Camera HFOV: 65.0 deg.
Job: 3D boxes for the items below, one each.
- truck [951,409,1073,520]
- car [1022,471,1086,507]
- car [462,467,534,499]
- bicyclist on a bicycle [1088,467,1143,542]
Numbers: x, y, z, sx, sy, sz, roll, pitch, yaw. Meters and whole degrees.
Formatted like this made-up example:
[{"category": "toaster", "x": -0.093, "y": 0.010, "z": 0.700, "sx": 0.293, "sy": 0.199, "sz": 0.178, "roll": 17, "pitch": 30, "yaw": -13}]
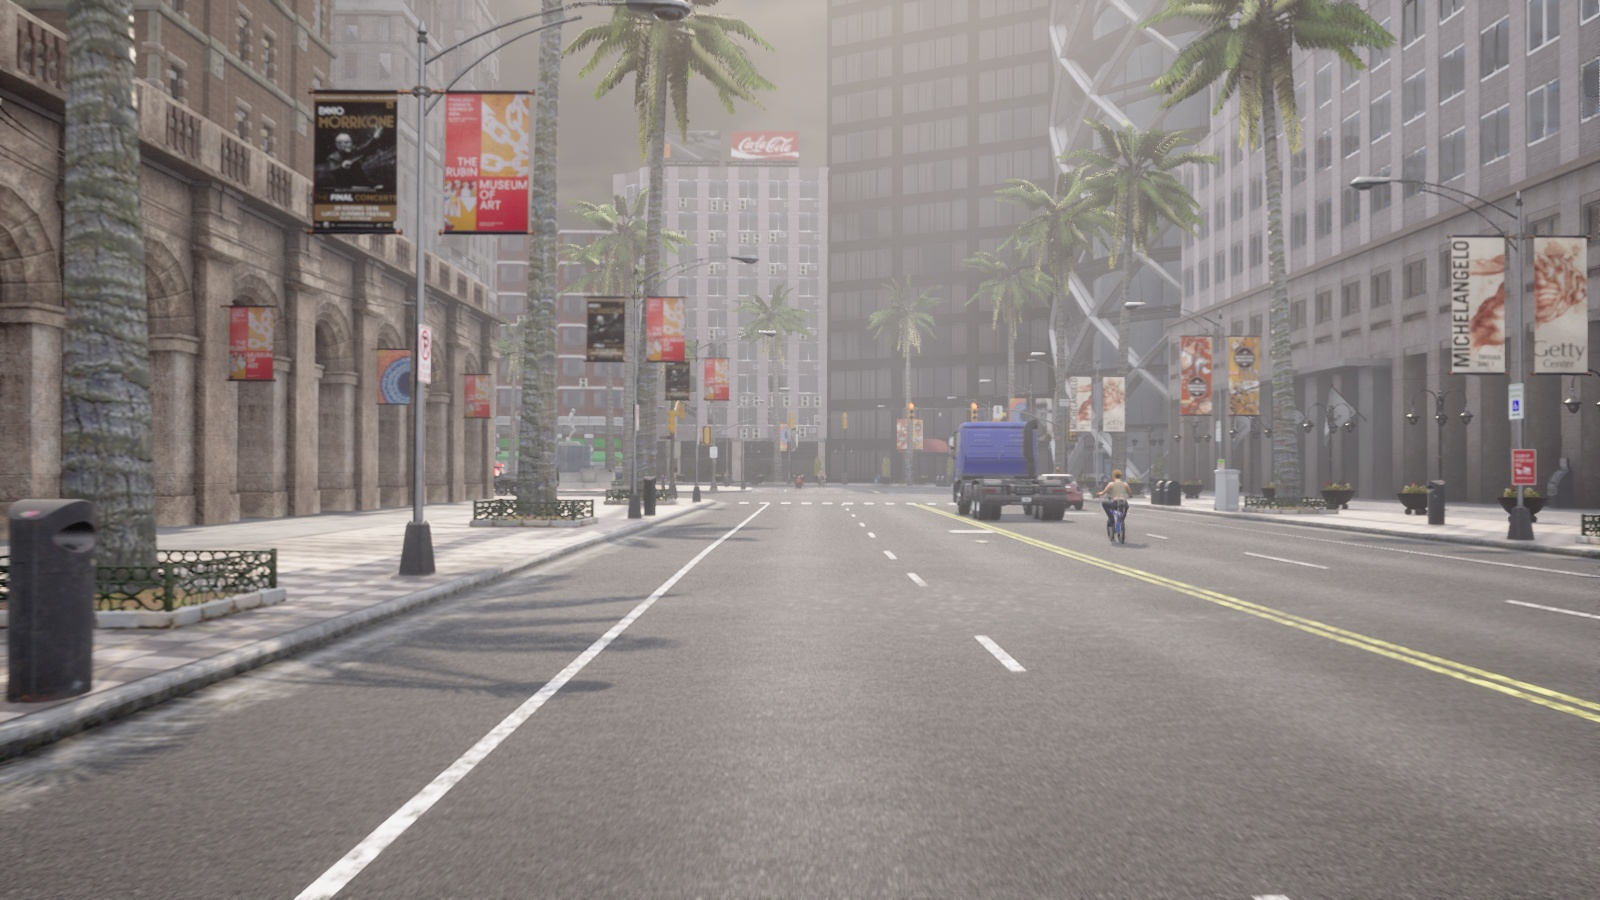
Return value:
[{"category": "truck", "x": 7.135, "y": 0.530, "z": 43.379, "sx": 2.891, "sy": 3.462, "sz": 7.936, "roll": 0, "pitch": -1, "yaw": 0}, {"category": "car", "x": 10.722, "y": 1.627, "z": 53.174, "sx": 1.970, "sy": 1.475, "sz": 3.806, "roll": 0, "pitch": -1, "yaw": 1}, {"category": "car", "x": -18.027, "y": 1.940, "z": 75.107, "sx": 3.866, "sy": 1.878, "sz": 1.905, "roll": 0, "pitch": -1, "yaw": 1}, {"category": "bicyclist on a bicycle", "x": 6.982, "y": 1.190, "z": 27.859, "sx": 0.866, "sy": 1.612, "sz": 1.509, "roll": 0, "pitch": -1, "yaw": 1}]
